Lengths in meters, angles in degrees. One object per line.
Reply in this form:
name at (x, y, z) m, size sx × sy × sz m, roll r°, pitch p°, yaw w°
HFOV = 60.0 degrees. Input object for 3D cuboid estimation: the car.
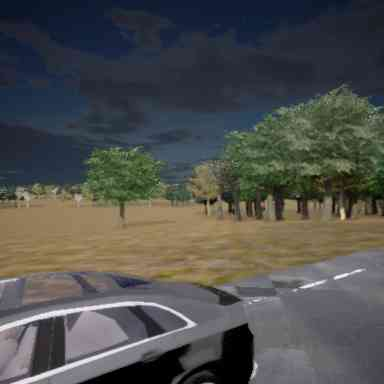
car at (-1.579, 1.539, 2.693) m, size 4.902 × 1.511 × 2.128 m, roll 1°, pitch -1°, yaw -38°
